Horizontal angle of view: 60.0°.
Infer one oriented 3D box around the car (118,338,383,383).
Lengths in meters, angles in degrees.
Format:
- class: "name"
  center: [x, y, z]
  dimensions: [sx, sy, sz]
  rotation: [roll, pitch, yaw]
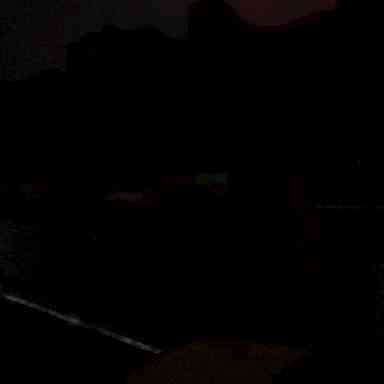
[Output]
- class: "car"
  center: [1.443, 1.526, 1.792]
  dimensions: [4.829, 1.417, 1.752]
  rotation: [0, -1, 35]
